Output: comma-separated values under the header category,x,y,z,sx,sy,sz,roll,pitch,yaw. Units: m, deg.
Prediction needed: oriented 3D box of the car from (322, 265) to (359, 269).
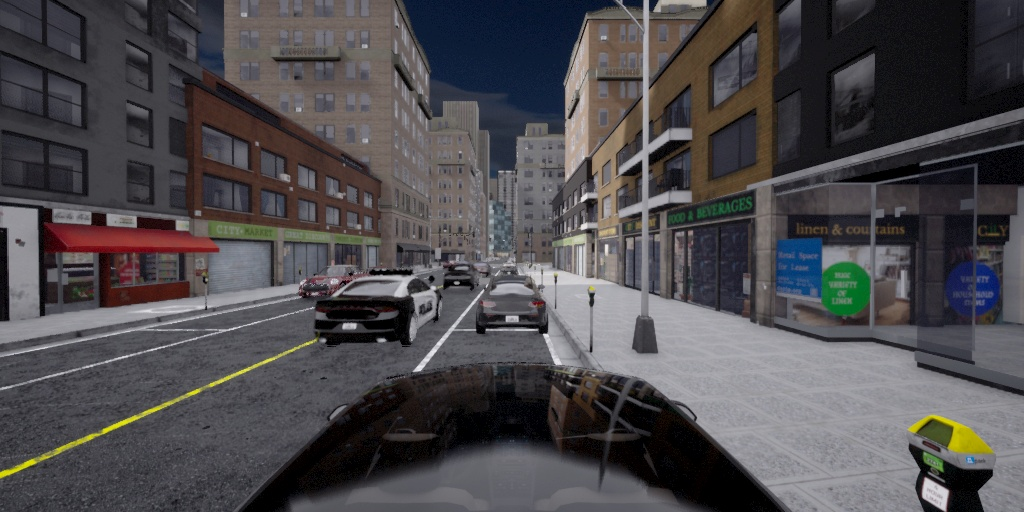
category,x,y,z,sx,sy,sz,roll,pitch,yaw
car,-8.815,1.185,18.031,1.967,1.591,4.097,0,0,0

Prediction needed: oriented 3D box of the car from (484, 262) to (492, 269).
category,x,y,z,sx,sy,sz,roll,pitch,yaw
car,-3.100,1.283,36.162,2.033,1.411,5.357,0,0,1

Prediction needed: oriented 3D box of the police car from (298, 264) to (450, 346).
category,x,y,z,sx,sy,sz,roll,pitch,yaw
police car,-3.146,1.173,9.550,1.930,1.638,5.238,0,0,0

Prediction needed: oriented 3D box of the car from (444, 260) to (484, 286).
category,x,y,z,sx,sy,sz,roll,pitch,yaw
car,-3.091,1.250,22.631,1.837,1.490,4.892,0,0,1

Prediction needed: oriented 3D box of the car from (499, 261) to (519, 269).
category,x,y,z,sx,sy,sz,roll,pitch,yaw
car,-0.273,1.287,34.789,2.007,1.370,4.403,0,0,0

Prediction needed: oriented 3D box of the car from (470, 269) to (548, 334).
category,x,y,z,sx,sy,sz,roll,pitch,yaw
car,0.003,1.273,10.502,1.812,1.442,4.674,0,0,0
